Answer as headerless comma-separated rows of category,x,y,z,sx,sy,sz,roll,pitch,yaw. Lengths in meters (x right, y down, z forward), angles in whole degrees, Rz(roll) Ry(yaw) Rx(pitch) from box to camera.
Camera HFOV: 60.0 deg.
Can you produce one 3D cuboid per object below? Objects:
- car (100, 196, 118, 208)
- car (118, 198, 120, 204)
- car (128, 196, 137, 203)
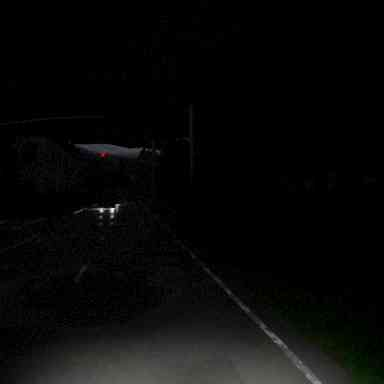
car,-12.093,1.522,47.995,1.837,1.490,4.892,0,0,-10
car,-14.869,1.512,63.363,1.837,1.490,4.892,0,1,-10
car,-12.023,1.488,67.273,2.128,1.511,4.902,0,0,-10
